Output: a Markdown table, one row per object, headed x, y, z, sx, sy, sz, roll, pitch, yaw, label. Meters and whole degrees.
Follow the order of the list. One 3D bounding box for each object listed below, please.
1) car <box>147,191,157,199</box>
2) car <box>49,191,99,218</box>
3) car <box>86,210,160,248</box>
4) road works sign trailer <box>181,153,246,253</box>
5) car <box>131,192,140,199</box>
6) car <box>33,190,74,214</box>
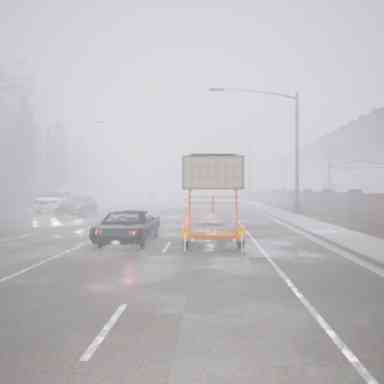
| x | y | z | sx | sy | sz | roll | pitch | yaw | label |
| --- | --- | --- | --- | --- | --- | --- | --- | --- | --- |
| -8.192 | 0.592 | 68.160 | 2.097 | 1.767 | 4.553 | 0 | 0 | -7 | car |
| -9.063 | 1.025 | 26.410 | 2.097 | 1.767 | 4.553 | 0 | 1 | 3 | car |
| -2.541 | 1.430 | 13.826 | 1.895 | 1.301 | 4.718 | 0 | 1 | 3 | car |
| 0.823 | 0.305 | 13.025 | 2.380 | 3.560 | 2.880 | 0 | 1 | 3 | road works sign trailer |
| -12.324 | 0.784 | 72.309 | 2.128 | 1.511 | 4.902 | 0 | -1 | -9 | car |
| -12.338 | 0.842 | 30.533 | 2.150 | 2.045 | 5.566 | 0 | 1 | 3 | car |
